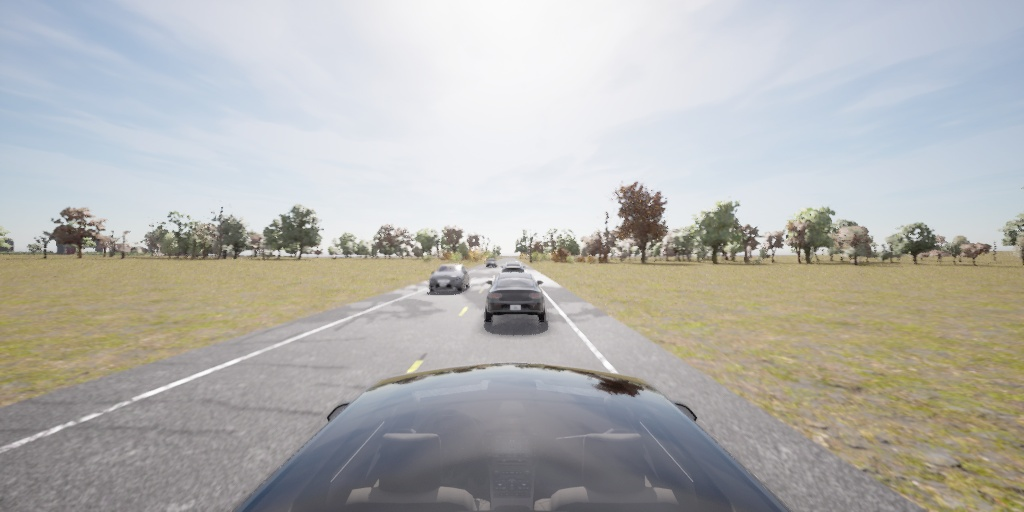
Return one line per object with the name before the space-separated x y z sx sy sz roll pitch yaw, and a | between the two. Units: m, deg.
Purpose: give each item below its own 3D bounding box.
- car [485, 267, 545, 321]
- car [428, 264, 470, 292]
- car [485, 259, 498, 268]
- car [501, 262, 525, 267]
car | 0.099 1.276 12.345 1.812 1.442 4.674 0 0 0
car | -3.601 1.242 21.230 2.128 1.511 4.902 0 0 0
car | -3.543 1.255 62.361 1.837 1.490 4.892 0 0 1
car | 0.097 1.256 30.344 1.837 1.490 4.892 0 0 0
